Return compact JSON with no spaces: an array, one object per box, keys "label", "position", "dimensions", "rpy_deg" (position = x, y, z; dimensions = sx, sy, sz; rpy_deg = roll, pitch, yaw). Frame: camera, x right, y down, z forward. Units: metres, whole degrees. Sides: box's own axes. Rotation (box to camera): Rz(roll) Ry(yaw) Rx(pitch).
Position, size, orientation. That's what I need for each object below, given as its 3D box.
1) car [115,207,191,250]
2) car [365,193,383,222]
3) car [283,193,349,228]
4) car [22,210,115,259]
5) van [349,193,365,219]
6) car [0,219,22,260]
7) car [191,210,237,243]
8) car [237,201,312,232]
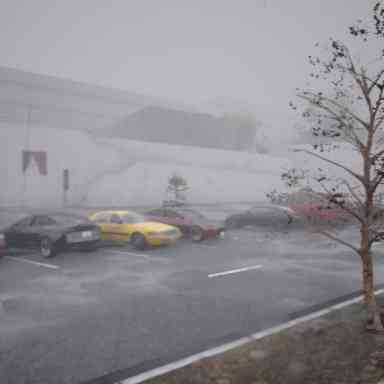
[{"label":"car","position":[-2.898,1.477,14.329],"dimensions":[5.366,1.575,1.946],"rpy_deg":[-1,-1,35]},{"label":"car","position":[11.552,1.096,24.808],"dimensions":[5.566,2.045,2.435],"rpy_deg":[-1,-1,35]},{"label":"car","position":[6.639,1.156,21.371],"dimensions":[5.566,2.045,2.435],"rpy_deg":[-1,0,35]},{"label":"car","position":[-5.513,1.523,12.710],"dimensions":[4.792,1.488,2.163],"rpy_deg":[-1,-1,35]},{"label":"van","position":[9.196,1.150,23.027],"dimensions":[4.442,1.987,1.878],"rpy_deg":[-1,-1,35]},{"label":"car","position":[-7.915,1.533,10.960],"dimensions":[4.674,1.452,2.002],"rpy_deg":[-1,0,35]},{"label":"car","position":[-0.597,1.500,16.146],"dimensions":[4.792,1.488,2.163],"rpy_deg":[-1,-1,35]},{"label":"car","position":[4.241,1.471,19.621],"dimensions":[4.674,1.452,2.002],"rpy_deg":[-1,0,35]}]
